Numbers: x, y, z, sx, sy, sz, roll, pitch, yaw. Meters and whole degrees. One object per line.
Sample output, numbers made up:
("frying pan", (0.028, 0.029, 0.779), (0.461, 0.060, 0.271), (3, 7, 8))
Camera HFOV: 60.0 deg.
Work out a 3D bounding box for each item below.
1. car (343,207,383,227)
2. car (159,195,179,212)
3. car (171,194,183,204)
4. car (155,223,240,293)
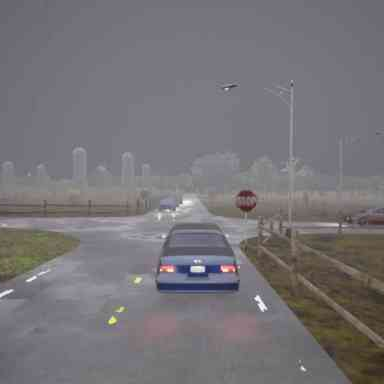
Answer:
("car", (13.506, 1.820, 24.569), (4.181, 1.385, 1.994), (1, 1, 0))
("car", (-2.799, 1.441, 38.819), (1.882, 1.535, 5.008), (0, 0, -1))
("car", (-2.833, 1.436, 49.254), (2.128, 1.511, 4.902), (0, 0, 0))
("car", (0.106, 1.542, 8.962), (2.033, 1.411, 5.357), (0, 0, 0))
